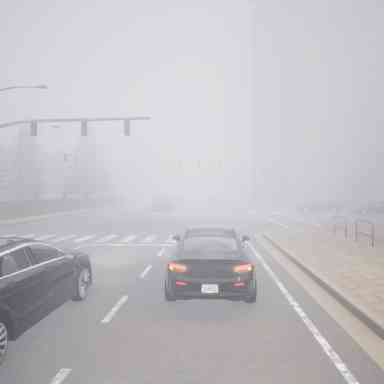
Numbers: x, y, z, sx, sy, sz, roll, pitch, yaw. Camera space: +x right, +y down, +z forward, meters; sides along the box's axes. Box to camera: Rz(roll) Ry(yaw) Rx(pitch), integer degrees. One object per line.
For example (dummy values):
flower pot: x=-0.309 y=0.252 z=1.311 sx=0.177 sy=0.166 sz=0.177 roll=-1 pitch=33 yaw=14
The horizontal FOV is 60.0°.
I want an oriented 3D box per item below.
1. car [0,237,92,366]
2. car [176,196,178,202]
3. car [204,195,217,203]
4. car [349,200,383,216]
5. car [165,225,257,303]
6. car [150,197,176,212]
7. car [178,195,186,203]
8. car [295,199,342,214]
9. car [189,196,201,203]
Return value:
car: x=-3.214 y=1.492 z=5.466 sx=2.128 sy=1.511 sz=4.902 roll=0 pitch=0 yaw=4
car: x=-4.033 y=1.563 z=56.563 sx=1.994 sy=1.385 sz=4.181 roll=0 pitch=0 yaw=3
car: x=4.085 y=1.525 z=67.443 sx=1.812 sy=1.442 sz=4.674 roll=0 pitch=0 yaw=9
car: x=18.082 y=1.560 z=32.787 sx=4.892 sy=1.490 sz=1.837 roll=0 pitch=0 yaw=2
car: x=0.456 y=1.526 z=8.119 sx=1.812 sy=1.442 sz=4.674 roll=0 pitch=0 yaw=4
car: x=-3.605 y=1.361 z=38.587 sx=2.097 sy=1.767 sz=4.553 roll=0 pitch=0 yaw=-15
car: x=-2.516 y=1.500 z=71.412 sx=1.837 sy=1.490 sz=4.892 roll=0 pitch=0 yaw=10
car: x=13.828 y=1.560 z=36.493 sx=4.892 sy=1.490 sz=1.837 roll=0 pitch=0 yaw=3
car: x=0.591 y=1.525 z=67.637 sx=1.812 sy=1.442 sz=4.674 roll=0 pitch=0 yaw=8
